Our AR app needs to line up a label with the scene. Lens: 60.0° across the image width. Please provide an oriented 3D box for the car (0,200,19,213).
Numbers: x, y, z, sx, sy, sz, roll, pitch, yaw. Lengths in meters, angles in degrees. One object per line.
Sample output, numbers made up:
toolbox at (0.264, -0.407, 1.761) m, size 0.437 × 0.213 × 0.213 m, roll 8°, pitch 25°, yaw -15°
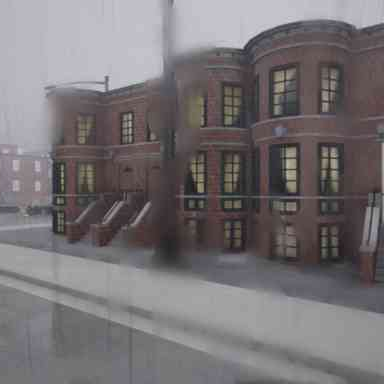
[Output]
car at (-20.120, 1.554, 34.188) m, size 1.994 × 1.385 × 4.181 m, roll 0°, pitch 0°, yaw 36°

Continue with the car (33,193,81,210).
car at (-17.592, 1.210, 43.743) m, size 2.150 × 2.045 × 5.566 m, roll 0°, pitch 0°, yaw 36°

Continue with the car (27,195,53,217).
car at (-13.113, 1.344, 31.701) m, size 2.097 × 1.767 × 4.553 m, roll 0°, pitch 0°, yaw 36°
